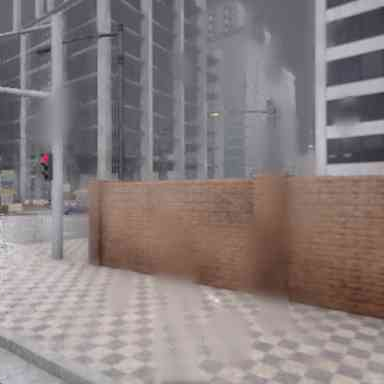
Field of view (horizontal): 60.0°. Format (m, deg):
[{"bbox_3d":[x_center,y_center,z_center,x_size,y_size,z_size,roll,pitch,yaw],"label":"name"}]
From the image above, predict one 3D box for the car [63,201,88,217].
[{"bbox_3d":[-11.562,1.642,33.609,1.812,1.442,4.674,0,0,35],"label":"car"}]
